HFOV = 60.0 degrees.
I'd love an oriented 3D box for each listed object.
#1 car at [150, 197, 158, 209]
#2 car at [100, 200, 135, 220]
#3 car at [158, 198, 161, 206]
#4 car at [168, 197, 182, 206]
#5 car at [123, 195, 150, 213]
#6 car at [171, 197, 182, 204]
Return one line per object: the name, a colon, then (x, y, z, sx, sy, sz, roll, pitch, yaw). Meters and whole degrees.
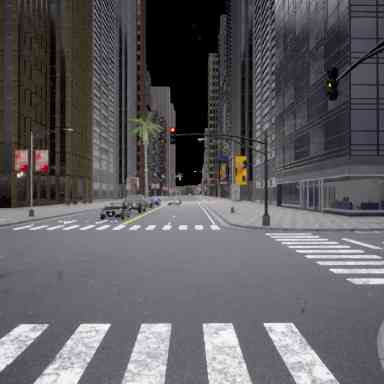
car: (-6.645, 1.483, 48.380, 2.097, 1.767, 4.553, 0, 0, 0)
car: (-6.631, 1.628, 29.128, 1.994, 1.385, 4.181, 0, 0, 0)
car: (-6.613, 1.653, 58.520, 1.882, 1.535, 5.008, 0, 0, 0)
car: (-3.218, 1.782, 59.798, 1.895, 1.301, 4.718, 0, 0, 0)
car: (-6.642, 1.314, 38.452, 2.150, 2.045, 5.566, 0, 0, 0)
car: (-3.228, 1.789, 69.693, 1.994, 1.385, 4.181, 0, 0, 0)
